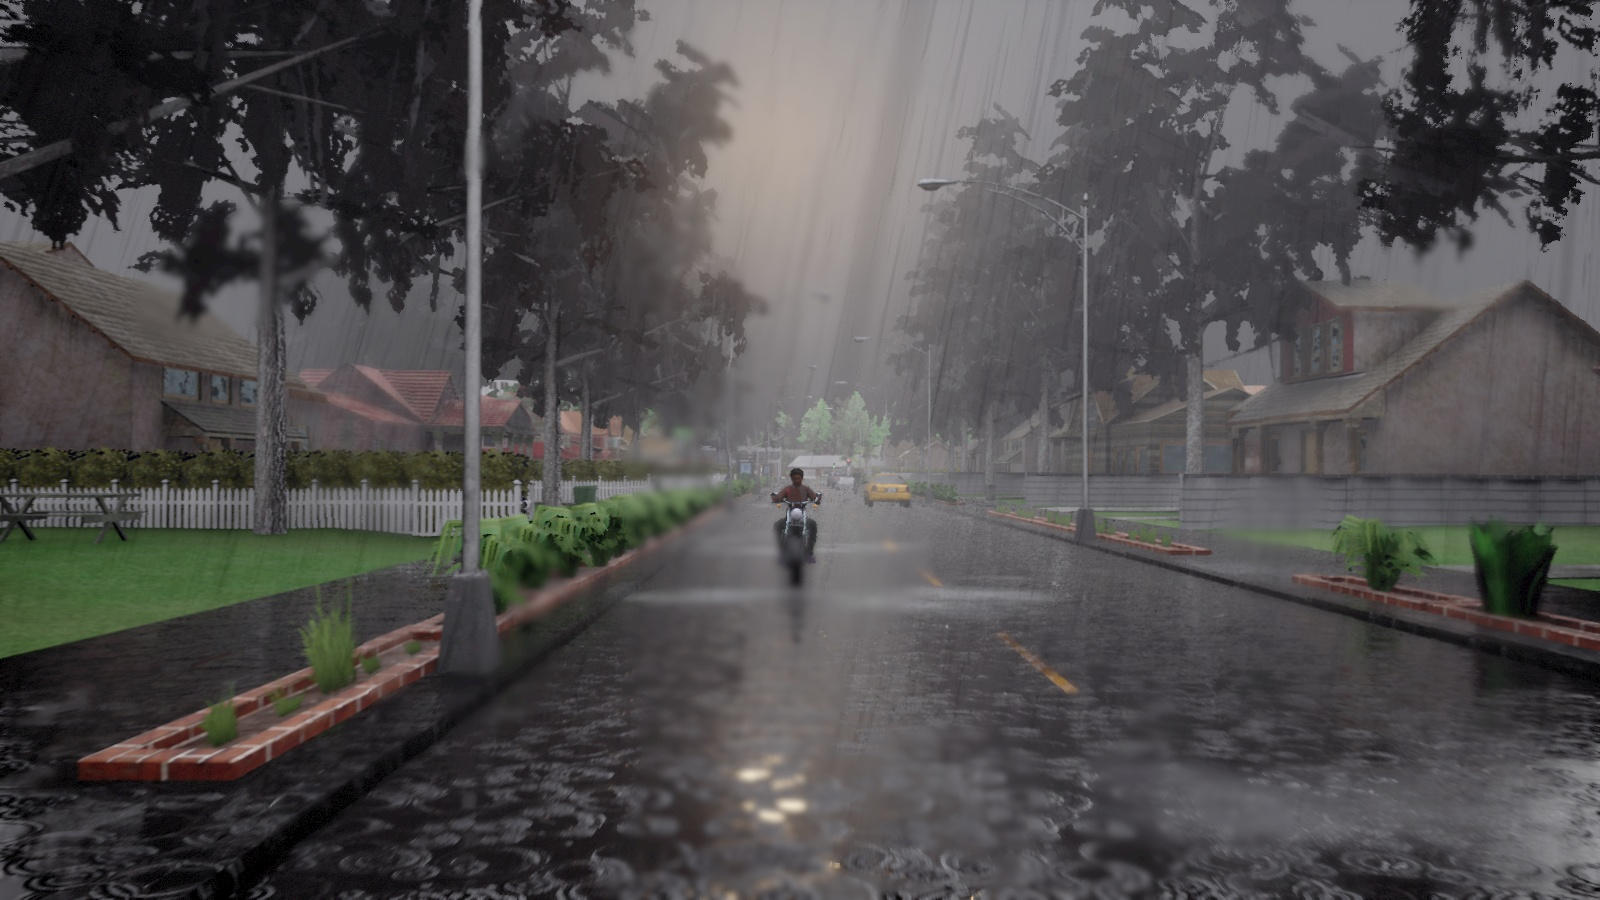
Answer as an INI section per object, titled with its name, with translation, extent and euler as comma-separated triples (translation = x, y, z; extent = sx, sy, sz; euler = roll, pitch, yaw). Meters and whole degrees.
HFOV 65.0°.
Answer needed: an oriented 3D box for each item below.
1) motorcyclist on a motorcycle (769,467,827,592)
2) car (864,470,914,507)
[motorcyclist on a motorcycle]
translation = -0.033, 1.063, 17.810
extent = 0.766, 1.649, 2.350
euler = 0, -1, 0
[car]
translation = 3.900, 1.672, 55.785
extent = 1.801, 1.575, 5.366
euler = 0, -1, 0
